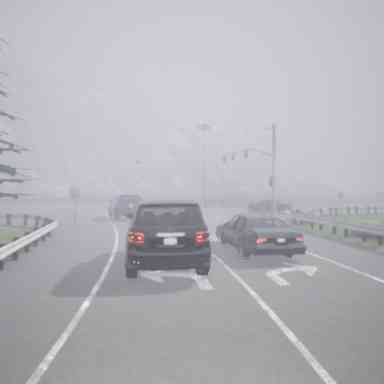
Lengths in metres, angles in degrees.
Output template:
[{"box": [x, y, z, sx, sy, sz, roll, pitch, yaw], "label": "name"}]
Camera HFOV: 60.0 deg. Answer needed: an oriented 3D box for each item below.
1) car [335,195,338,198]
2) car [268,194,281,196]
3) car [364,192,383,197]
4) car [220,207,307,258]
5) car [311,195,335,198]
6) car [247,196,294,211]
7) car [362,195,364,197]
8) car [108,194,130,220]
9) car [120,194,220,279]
[{"box": [31.168, 1.345, 75.043, 4.902, 1.511, 2.128, 0, 0, -20], "label": "car"}, {"box": [16.903, 1.201, 70.127, 4.553, 1.767, 2.097, 0, 0, -18], "label": "car"}, {"box": [37.728, 1.054, 66.523, 5.566, 2.045, 2.150, 0, 0, -24], "label": "car"}, {"box": [2.334, 1.520, 12.629, 2.033, 1.411, 5.357, 0, 0, -9], "label": "car"}, {"box": [23.244, 1.360, 61.162, 4.892, 1.490, 1.837, 0, 0, -17], "label": "car"}, {"box": [8.014, 1.430, 33.829, 4.892, 1.490, 1.837, 0, -1, -21], "label": "car"}, {"box": [44.211, 1.012, 82.921, 4.674, 1.442, 1.812, 0, 0, -36], "label": "car"}, {"box": [-5.674, 1.182, 28.153, 2.150, 2.045, 5.566, 0, 0, -22], "label": "car"}, {"box": [-0.846, 1.204, 10.229, 2.150, 2.045, 5.566, 0, 0, -8], "label": "car"}]
